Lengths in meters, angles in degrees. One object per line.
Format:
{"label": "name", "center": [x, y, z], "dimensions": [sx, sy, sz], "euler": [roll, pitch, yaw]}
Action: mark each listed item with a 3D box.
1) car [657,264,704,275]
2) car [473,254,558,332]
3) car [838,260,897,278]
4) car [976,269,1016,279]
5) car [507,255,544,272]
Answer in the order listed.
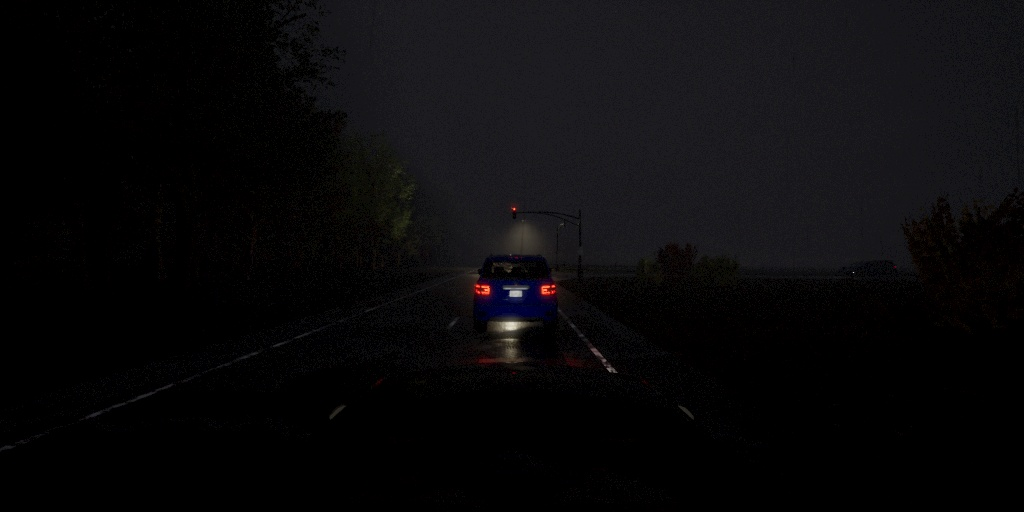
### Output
{"label": "car", "center": [19.989, 1.573, 42.386], "dimensions": [5.357, 1.411, 2.033], "euler": [1, -1, 0]}
{"label": "car", "center": [0.090, 0.974, 11.059], "dimensions": [2.150, 2.045, 5.566], "euler": [0, 0, 0]}
{"label": "car", "center": [41.920, 1.486, 42.307], "dimensions": [5.566, 2.045, 2.150], "euler": [1, -1, 0]}
{"label": "car", "center": [52.069, 1.880, 38.649], "dimensions": [4.181, 1.385, 1.994], "euler": [1, -1, 1]}
{"label": "car", "center": [1.777, 0.982, 48.682], "dimensions": [2.150, 2.045, 5.566], "euler": [-1, 1, -33]}
